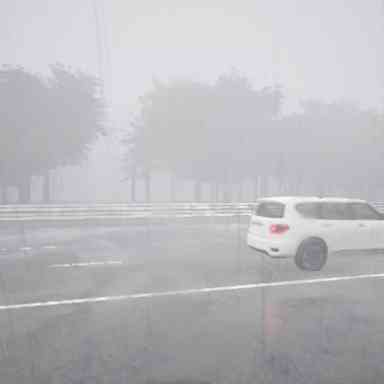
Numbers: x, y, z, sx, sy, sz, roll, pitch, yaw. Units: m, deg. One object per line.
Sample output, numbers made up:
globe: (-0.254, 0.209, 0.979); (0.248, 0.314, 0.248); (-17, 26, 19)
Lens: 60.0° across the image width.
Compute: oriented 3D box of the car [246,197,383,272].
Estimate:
car: (4.470, 1.170, 10.499); (5.566, 2.045, 2.150); (0, 0, -16)
